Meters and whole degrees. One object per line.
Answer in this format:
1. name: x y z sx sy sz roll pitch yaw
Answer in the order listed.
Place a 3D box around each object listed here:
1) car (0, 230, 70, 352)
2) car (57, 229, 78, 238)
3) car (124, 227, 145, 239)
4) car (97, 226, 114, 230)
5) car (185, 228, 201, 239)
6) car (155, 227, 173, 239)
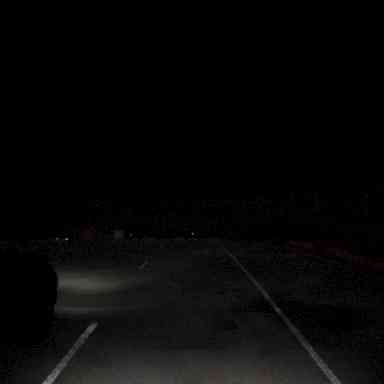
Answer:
1. car: -3.400 1.276 3.458 2.150 2.045 5.566 0 -1 0
2. car: -21.032 7.089 56.311 1.812 1.442 4.674 0 -7 1
3. car: -6.900 4.971 40.238 1.837 1.490 4.892 0 -7 0
4. car: -14.051 6.462 53.857 2.150 2.045 5.566 0 -7 1
5. car: 0.100 5.116 40.891 1.994 1.385 4.181 0 -7 0
6. car: -3.400 5.069 40.823 1.812 1.442 4.674 0 -7 0
